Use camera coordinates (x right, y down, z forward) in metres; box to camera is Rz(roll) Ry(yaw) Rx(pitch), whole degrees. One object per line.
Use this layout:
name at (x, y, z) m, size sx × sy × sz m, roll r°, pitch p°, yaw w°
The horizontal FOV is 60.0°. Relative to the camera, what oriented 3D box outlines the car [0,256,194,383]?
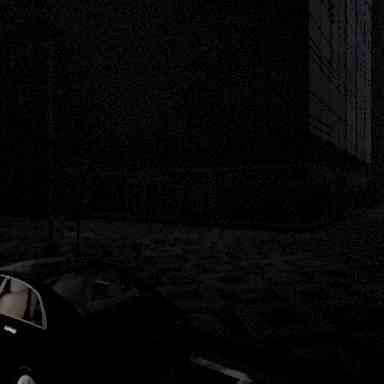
car at (-2.028, 1.550, 4.409) m, size 4.403 × 1.369 × 2.008 m, roll 0°, pitch 0°, yaw 36°
